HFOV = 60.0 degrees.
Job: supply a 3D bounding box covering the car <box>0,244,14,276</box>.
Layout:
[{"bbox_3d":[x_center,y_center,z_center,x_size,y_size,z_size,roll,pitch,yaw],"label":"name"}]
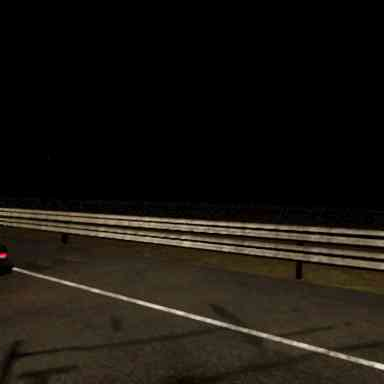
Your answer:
[{"bbox_3d":[-6.780,1.544,8.748,5.357,1.411,2.033,0,0,36],"label":"car"}]
